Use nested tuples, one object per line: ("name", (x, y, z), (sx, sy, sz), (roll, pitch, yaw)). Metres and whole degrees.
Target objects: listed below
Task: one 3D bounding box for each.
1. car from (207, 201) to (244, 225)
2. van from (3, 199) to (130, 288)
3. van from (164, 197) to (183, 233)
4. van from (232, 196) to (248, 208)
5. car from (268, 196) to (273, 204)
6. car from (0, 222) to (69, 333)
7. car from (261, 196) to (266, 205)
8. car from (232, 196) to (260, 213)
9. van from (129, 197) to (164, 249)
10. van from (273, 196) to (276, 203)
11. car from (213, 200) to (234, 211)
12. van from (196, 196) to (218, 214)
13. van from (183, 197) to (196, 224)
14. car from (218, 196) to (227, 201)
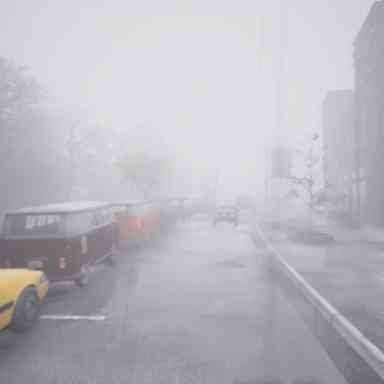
("car", (2.676, 1.660, 25.235), (2.033, 1.411, 5.357), (0, -1, 10))
("van", (-3.294, 1.275, 9.303), (1.878, 1.987, 4.442), (-2, 0, 2))
("van", (-2.049, 1.342, 20.418), (1.878, 1.987, 4.442), (-2, 0, 7))
("van", (8.374, 1.733, 57.994), (1.878, 1.987, 4.442), (-1, 0, 21))
("car", (16.878, 2.142, 78.254), (2.231, 1.521, 4.892), (-1, 0, 22))
("car", (-3.586, 1.477, 3.793), (1.946, 1.575, 5.366), (-2, 0, 4))
("car", (14.710, 2.127, 73.188), (2.163, 1.488, 4.792), (-1, 0, 22))
("car", (6.927, 1.508, 42.376), (2.150, 2.045, 5.566), (-1, -1, 17))
("van", (-2.767, 1.304, 14.873), (1.878, 1.987, 4.442), (-2, 0, 7))
("van", (19.117, 1.984, 83.482), (1.878, 1.987, 4.442), (-1, -1, 25))
("car", (4.509, 1.892, 47.423), (2.002, 1.452, 4.674), (-1, 0, 18))
("van", (1.304, 1.504, 36.838), (1.878, 1.987, 4.442), (-2, 0, 13))
("van", (-1.152, 1.388, 25.925), (1.878, 1.987, 4.442), (-2, 0, 9))
("car", (2.803, 1.541, 42.133), (2.435, 2.045, 5.566), (-2, 0, 14))
